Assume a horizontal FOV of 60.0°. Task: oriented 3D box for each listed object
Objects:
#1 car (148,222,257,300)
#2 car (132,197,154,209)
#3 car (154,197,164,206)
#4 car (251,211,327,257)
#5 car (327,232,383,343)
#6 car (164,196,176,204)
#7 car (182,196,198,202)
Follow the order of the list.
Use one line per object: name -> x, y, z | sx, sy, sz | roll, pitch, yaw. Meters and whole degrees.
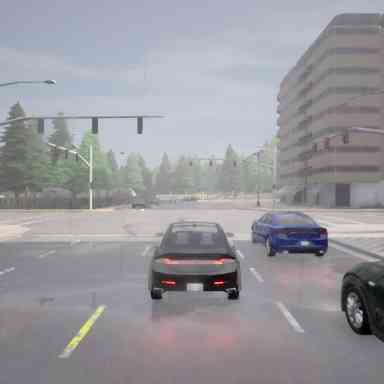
car -> 0.067, 1.492, 8.383 | 2.128, 1.511, 4.902 | 0, 0, 0
car -> -7.033, 1.547, 46.300 | 2.033, 1.411, 5.357 | 0, 0, 1
car -> -6.451, 1.564, 55.956 | 1.994, 1.385, 4.181 | 0, 0, 5
car -> 3.586, 1.478, 13.028 | 1.882, 1.535, 5.008 | 0, 0, 0
car -> 3.600, 1.352, 3.877 | 2.097, 1.767, 4.553 | 0, 0, 0
car -> -4.514, 1.525, 65.448 | 1.812, 1.442, 4.674 | 0, 0, 18
car -> -0.369, 1.524, 74.586 | 1.812, 1.442, 4.674 | 0, 0, 31
